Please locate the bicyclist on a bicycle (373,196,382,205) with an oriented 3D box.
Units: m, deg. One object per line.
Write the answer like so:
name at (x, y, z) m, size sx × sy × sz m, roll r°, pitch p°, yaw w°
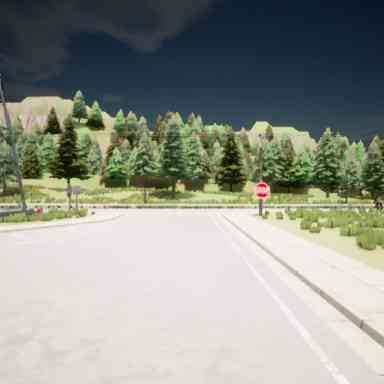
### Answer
bicyclist on a bicycle at (18.308, 1.275, 32.833) m, size 0.582 × 1.620 × 1.656 m, roll 0°, pitch 0°, yaw 1°
